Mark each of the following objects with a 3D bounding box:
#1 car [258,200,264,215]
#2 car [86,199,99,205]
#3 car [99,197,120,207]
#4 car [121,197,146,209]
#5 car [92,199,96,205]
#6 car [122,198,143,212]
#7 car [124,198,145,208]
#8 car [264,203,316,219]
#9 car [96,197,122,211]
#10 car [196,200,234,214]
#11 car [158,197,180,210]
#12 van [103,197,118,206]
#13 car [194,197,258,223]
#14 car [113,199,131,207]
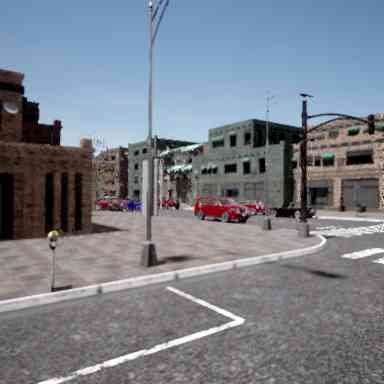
[{"bbox_3d":[5.872,1.552,34.421,1.967,1.590,4.097,0,0,-35],"label":"car"},{"bbox_3d":[-22.593,2.164,75.444,1.802,1.307,4.206,0,0,-35],"label":"car"},{"bbox_3d":[-14.744,1.747,59.421,2.097,1.767,4.553,1,-1,-35],"label":"car"},{"bbox_3d":[-9.042,1.654,51.290,2.097,1.767,4.553,1,-1,-34],"label":"car"},{"bbox_3d":[-19.430,2.075,70.887,1.887,1.381,4.507,0,0,-35],"label":"car"},{"bbox_3d":[-6.898,1.723,42.693,1.812,1.442,4.674,1,-1,-35],"label":"car"},{"bbox_3d":[-9.943,1.814,57.212,1.967,1.590,4.097,0,0,-35],"label":"car"},{"bbox_3d":[9.035,1.625,29.862,1.947,1.339,4.313,0,0,-35],"label":"car"},{"bbox_3d":[-10.501,1.640,43.317,1.967,1.590,4.097,0,-1,-35],"label":"car"},{"bbox_3d":[2.612,1.691,39.118,1.752,1.417,4.829,0,0,-35],"label":"car"},{"bbox_3d":[-3.618,1.584,48.096,2.192,1.841,5.009,0,0,-35],"label":"car"},{"bbox_3d":[-16.269,1.819,66.330,1.690,1.788,3.998,0,0,-35],"label":"van"},{"bbox_3d":[2.150,1.305,25.085,2.192,1.841,5.009,0,-1,-35],"label":"car"},{"bbox_3d":[-13.104,2.008,61.770,1.802,1.307,4.206,0,0,-35],"label":"car"}]
